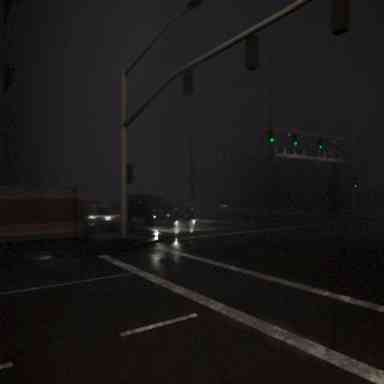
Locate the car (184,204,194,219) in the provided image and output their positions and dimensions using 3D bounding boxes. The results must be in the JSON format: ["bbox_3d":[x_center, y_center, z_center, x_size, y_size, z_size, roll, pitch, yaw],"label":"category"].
[{"bbox_3d":[-1.803,1.360,28.682,2.097,1.767,4.553,0,0,-36],"label":"car"}]

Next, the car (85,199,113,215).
[{"bbox_3d":[-10.315,1.484,34.520,1.882,1.535,5.008,0,0,-36],"label":"car"}]

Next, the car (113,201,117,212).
[{"bbox_3d":[-7.372,1.609,36.421,1.895,1.301,4.718,0,0,-36],"label":"car"}]

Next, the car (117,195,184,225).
[{"bbox_3d":[-3.214,1.228,24.648,2.150,2.045,5.566,0,0,-36],"label":"car"}]
